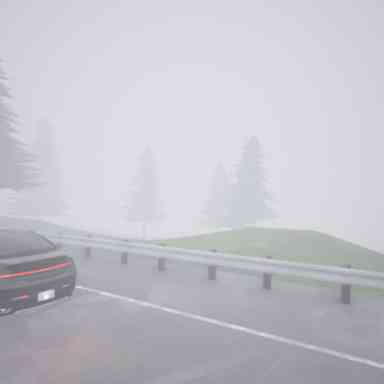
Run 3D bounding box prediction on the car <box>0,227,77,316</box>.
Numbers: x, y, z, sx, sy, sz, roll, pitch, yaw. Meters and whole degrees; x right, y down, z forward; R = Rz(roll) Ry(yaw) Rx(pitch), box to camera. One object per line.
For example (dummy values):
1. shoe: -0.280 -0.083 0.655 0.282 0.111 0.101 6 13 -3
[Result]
1. car: -4.468 1.487 6.947 4.892 1.490 1.837 0 0 34
